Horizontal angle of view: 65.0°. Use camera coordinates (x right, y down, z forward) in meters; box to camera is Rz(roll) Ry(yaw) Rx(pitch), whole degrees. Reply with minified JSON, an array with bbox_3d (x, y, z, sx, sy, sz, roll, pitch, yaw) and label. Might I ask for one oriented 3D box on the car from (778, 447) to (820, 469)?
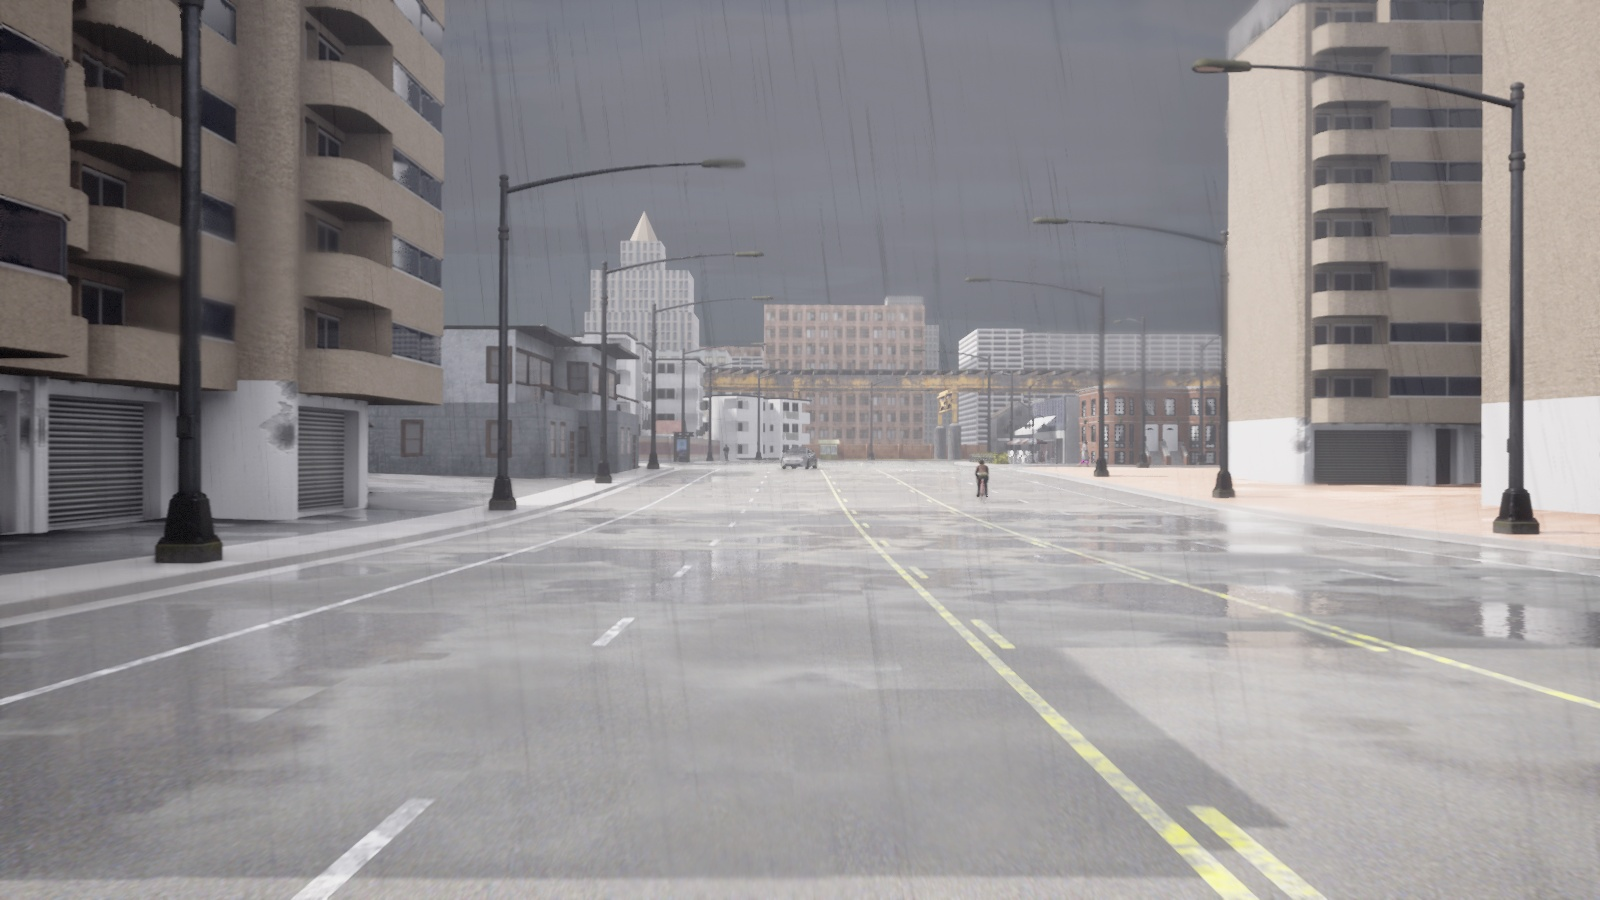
[{"bbox_3d":[-0.033,0.540,87.580,2.007,1.525,4.514,0,0,12],"label":"car"}]
